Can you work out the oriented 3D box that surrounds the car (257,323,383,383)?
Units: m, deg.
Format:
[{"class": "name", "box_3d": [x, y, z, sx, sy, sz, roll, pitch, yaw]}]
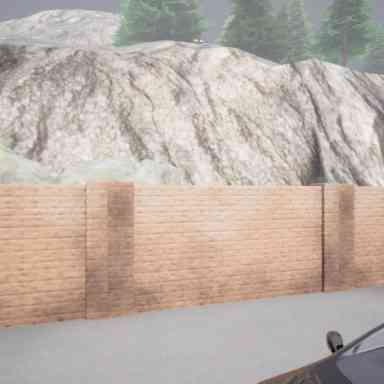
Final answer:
[{"class": "car", "box_3d": [2.100, 1.492, 1.946, 4.902, 1.511, 2.128, 0, 0, -19]}]
